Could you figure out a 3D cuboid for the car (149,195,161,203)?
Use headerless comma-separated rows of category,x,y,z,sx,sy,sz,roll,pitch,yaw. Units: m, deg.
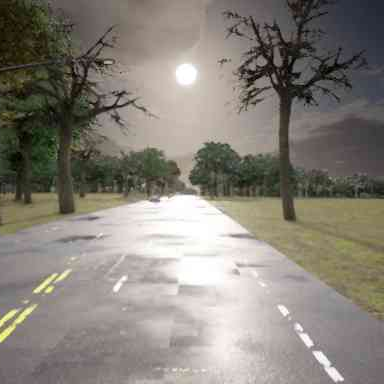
car,-7.250,1.340,65.459,1.812,1.442,4.674,0,1,0
